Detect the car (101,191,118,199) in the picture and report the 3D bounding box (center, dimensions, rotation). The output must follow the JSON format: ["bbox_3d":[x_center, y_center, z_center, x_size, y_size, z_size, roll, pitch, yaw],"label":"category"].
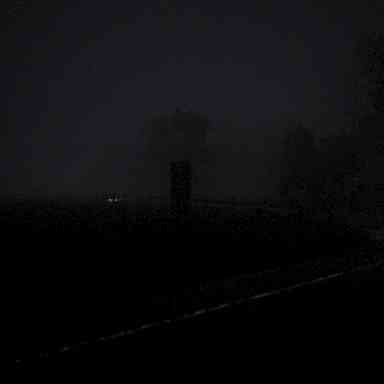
[{"bbox_3d":[-14.660,0.558,59.093,1.994,1.385,4.181,-2,2,-36],"label":"car"}]
